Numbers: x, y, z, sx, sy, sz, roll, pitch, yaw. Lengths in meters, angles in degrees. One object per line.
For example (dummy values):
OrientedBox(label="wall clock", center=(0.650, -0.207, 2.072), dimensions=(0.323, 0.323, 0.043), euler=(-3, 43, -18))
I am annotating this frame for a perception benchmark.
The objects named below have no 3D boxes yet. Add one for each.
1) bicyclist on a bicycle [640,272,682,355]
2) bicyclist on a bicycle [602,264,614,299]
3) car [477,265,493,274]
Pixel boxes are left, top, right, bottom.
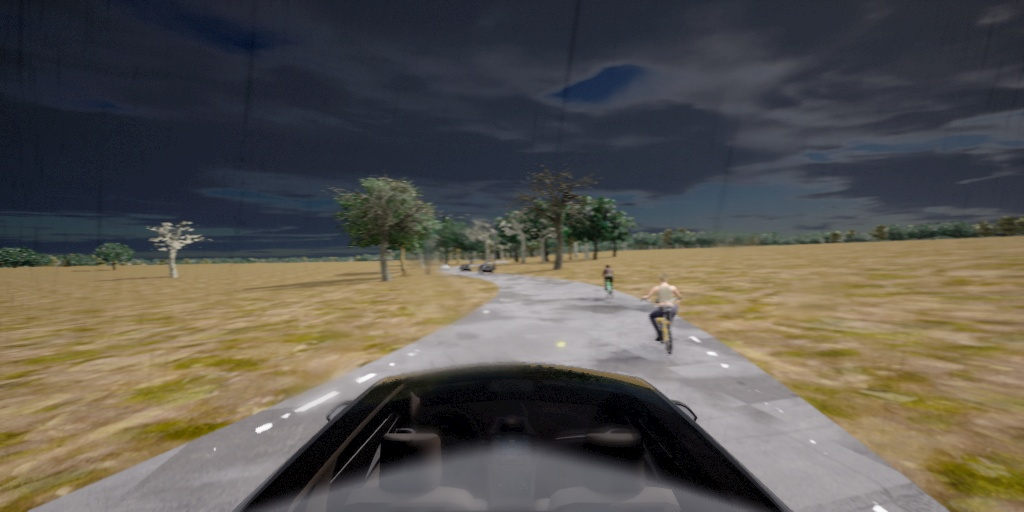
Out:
OrientedBox(label="bicyclist on a bicycle", center=(3.192, 1.148, 7.571), dimensions=(0.866, 1.612, 1.509), euler=(-2, -1, 13))
OrientedBox(label="bicyclist on a bicycle", center=(4.625, 1.235, 17.209), dimensions=(0.582, 1.620, 1.656), euler=(-1, -1, 5))
OrientedBox(label="car", center=(-4.452, 2.163, 59.026), dimensions=(1.837, 1.490, 4.892), euler=(-1, -2, -16))
